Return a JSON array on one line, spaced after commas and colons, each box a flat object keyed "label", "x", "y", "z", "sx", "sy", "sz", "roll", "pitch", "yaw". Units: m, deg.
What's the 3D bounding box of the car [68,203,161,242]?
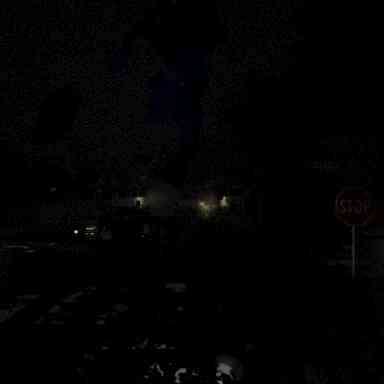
[{"label": "car", "x": -3.894, "y": 1.516, "z": 16.762, "sx": 1.837, "sy": 1.490, "sz": 4.892, "roll": 0, "pitch": 0, "yaw": 30}]

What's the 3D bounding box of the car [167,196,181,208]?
[{"label": "car", "x": -3.124, "y": 1.591, "z": 51.679, "sx": 1.882, "sy": 1.535, "sz": 5.008, "roll": 0, "pitch": 0, "yaw": 0}]

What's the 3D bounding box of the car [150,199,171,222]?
[{"label": "car", "x": -2.943, "y": 1.549, "z": 26.901, "sx": 1.812, "sy": 1.442, "sz": 4.674, "roll": 0, "pitch": 0, "yaw": 0}]
